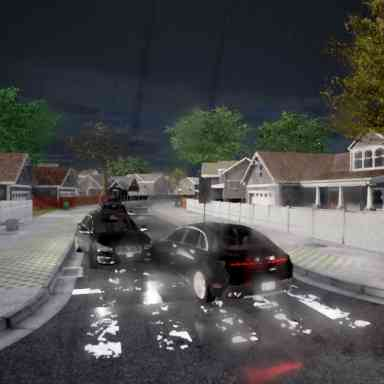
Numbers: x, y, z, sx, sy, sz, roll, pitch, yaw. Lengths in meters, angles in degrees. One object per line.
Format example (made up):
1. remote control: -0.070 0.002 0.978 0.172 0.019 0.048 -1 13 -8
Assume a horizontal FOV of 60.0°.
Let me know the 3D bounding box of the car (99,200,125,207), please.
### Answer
1. car: -4.824 1.498 20.503 1.837 1.490 4.892 0 0 -15

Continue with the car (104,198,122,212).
1. car: -9.368 1.522 39.798 1.812 1.442 4.674 0 0 -10

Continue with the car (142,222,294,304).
1. car: 0.400 1.506 8.336 1.837 1.490 4.892 0 0 -25

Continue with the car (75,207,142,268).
1. car: -2.836 1.493 11.462 1.837 1.490 4.892 1 0 -27
